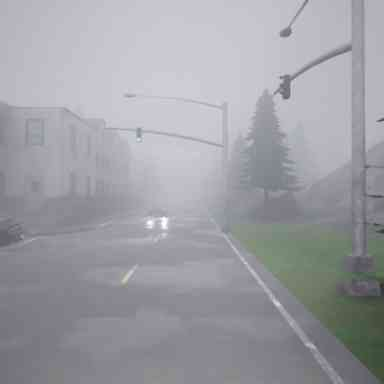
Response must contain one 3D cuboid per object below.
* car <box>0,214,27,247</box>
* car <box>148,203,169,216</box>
[{"bbox_3d":[-9.355,1.596,13.446,4.892,1.490,1.837,-1,5,-4],"label":"car"},{"bbox_3d":[-3.514,1.808,35.056,1.895,1.301,4.718,0,0,0],"label":"car"}]
